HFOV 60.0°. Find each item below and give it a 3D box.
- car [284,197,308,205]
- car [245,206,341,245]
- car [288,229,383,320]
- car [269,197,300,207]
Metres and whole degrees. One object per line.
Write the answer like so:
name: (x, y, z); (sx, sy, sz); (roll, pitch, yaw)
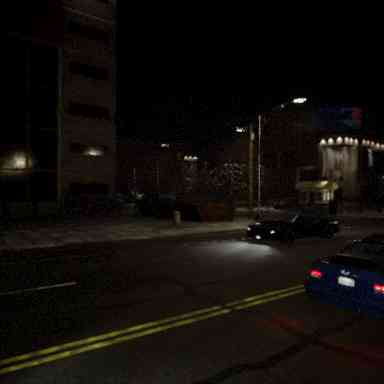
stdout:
car: (19.883, 1.714, 63.595); (4.674, 1.452, 2.002); (0, 0, -36)
car: (5.090, 1.622, 16.242); (5.357, 1.411, 2.033); (0, 0, -36)
car: (4.684, 1.591, 7.132); (5.357, 1.411, 2.033); (0, 0, -35)
car: (12.999, 1.456, 44.526); (4.553, 1.767, 2.185); (0, 0, -36)
